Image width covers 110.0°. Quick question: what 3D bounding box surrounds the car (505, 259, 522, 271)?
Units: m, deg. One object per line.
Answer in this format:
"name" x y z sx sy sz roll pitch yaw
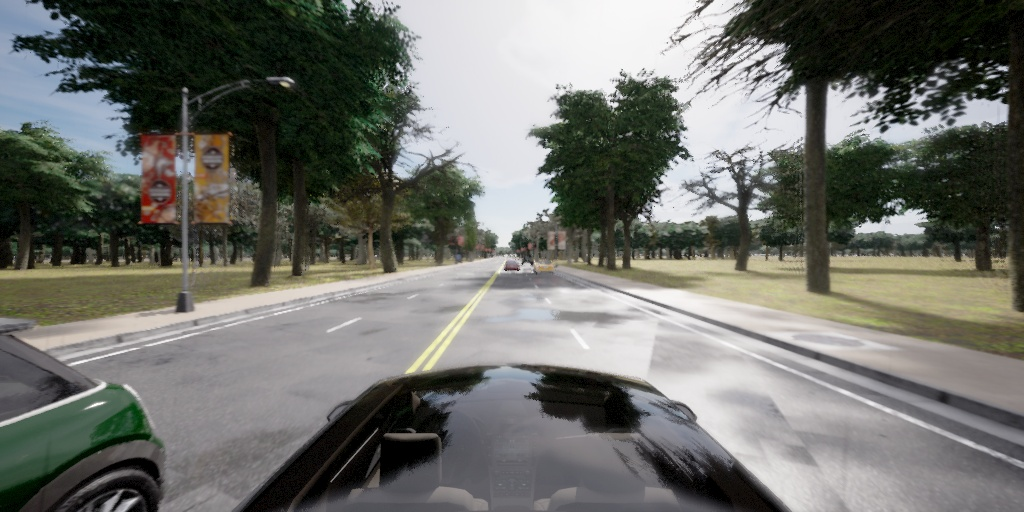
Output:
"car" -0.028 1.301 50.340 1.994 1.385 4.181 0 0 0

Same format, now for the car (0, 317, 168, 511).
"car" -3.346 1.102 0.403 2.097 1.767 4.553 0 0 0

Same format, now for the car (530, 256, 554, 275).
"car" 3.183 1.024 36.384 1.801 1.575 5.366 0 0 0
